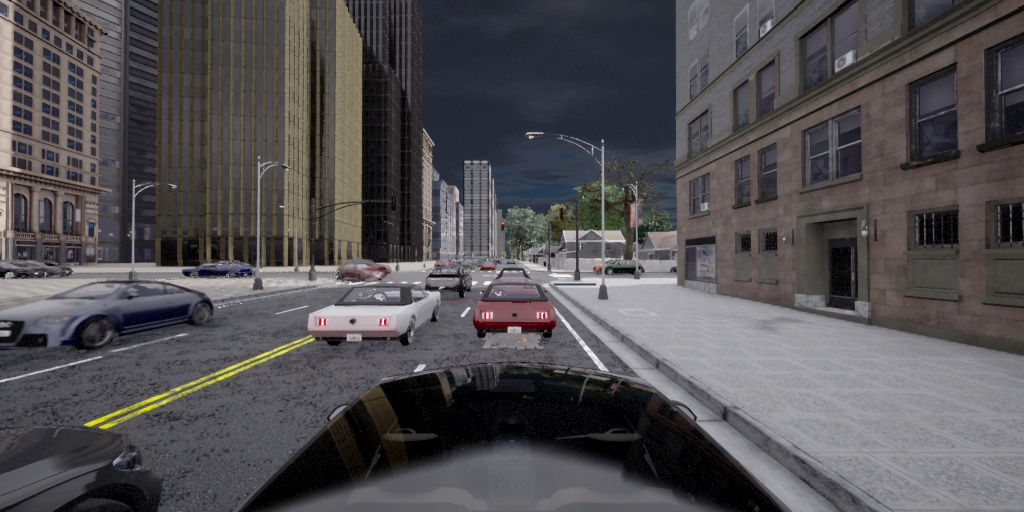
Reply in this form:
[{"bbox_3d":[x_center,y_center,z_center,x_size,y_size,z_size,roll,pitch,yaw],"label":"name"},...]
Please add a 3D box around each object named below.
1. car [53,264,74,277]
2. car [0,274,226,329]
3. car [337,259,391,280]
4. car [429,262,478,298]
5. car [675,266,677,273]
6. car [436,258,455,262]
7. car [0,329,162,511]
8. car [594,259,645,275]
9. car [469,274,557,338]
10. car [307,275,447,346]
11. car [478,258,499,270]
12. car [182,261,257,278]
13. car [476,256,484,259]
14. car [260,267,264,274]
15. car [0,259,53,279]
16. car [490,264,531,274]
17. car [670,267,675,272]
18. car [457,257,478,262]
[{"bbox_3d":[-43.232,1.240,32.613,4.892,1.490,1.837,0,-1,-7],"label":"car"},{"bbox_3d":[-9.866,1.315,8.934,1.994,1.385,4.181,0,0,0],"label":"car"},{"bbox_3d":[-12.129,1.251,28.677,4.674,1.442,1.812,1,-1,34],"label":"car"},{"bbox_3d":[-3.192,1.243,18.682,2.128,1.511,4.902,0,0,0],"label":"car"},{"bbox_3d":[20.476,1.264,37.910,4.902,1.511,2.128,0,-1,0],"label":"car"},{"bbox_3d":[-9.968,1.105,52.593,2.097,1.767,4.553,0,0,0],"label":"car"},{"bbox_3d":[-3.143,1.275,0.286,1.812,1.442,4.674,0,0,0],"label":"car"},{"bbox_3d":[11.519,1.124,37.947,4.553,1.767,2.097,0,-1,0],"label":"car"},{"bbox_3d":[0.061,1.351,10.147,1.895,1.301,4.718,0,0,0],"label":"car"},{"bbox_3d":[-3.173,1.352,9.428,1.895,1.301,4.718,0,0,0],"label":"car"},{"bbox_3d":[-3.335,1.315,51.176,1.994,1.385,4.181,0,0,1],"label":"car"},{"bbox_3d":[-25.181,1.308,30.836,4.718,1.301,1.895,0,-1,-3],"label":"car"},{"bbox_3d":[-6.715,1.258,64.556,1.837,1.490,4.892,0,0,0],"label":"car"},{"bbox_3d":[-26.309,1.232,34.020,4.902,1.511,2.128,0,-1,-3],"label":"car"},{"bbox_3d":[-41.939,1.182,29.489,5.008,1.535,1.882,0,-1,-6],"label":"car"},{"bbox_3d":[0.055,1.316,18.904,1.994,1.385,4.181,0,0,0],"label":"car"},{"bbox_3d":[21.115,1.353,41.158,5.357,1.411,2.033,0,-1,0],"label":"car"},{"bbox_3d":[-6.717,1.258,54.417,1.837,1.490,4.892,0,0,0],"label":"car"}]
